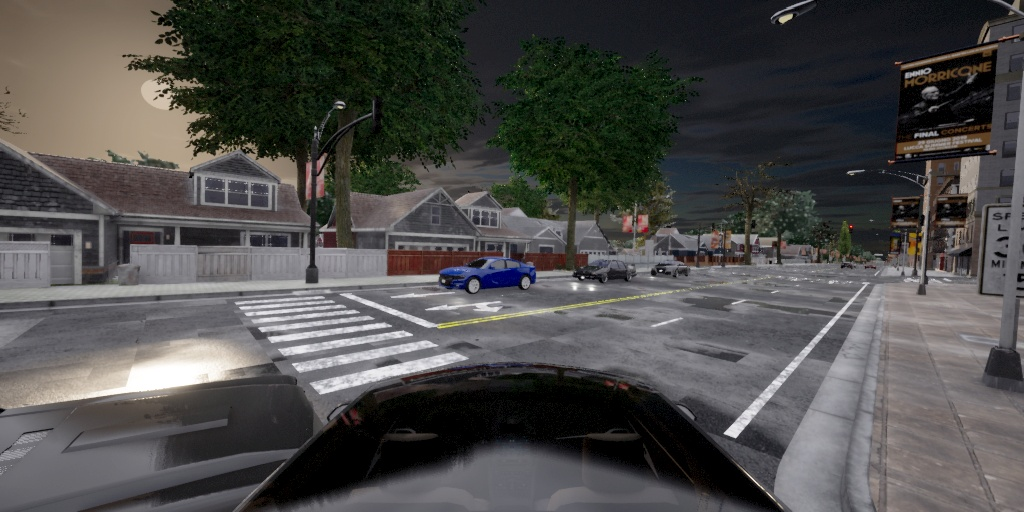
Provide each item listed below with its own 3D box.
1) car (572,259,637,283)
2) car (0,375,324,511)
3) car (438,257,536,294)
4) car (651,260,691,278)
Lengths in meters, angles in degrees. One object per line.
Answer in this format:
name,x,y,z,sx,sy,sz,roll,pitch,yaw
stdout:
car,6.201,0.929,23.421,5.357,1.411,2.033,1,2,-44
car,-3.316,1.277,1.382,4.718,1.301,1.895,1,2,-34
car,-1.013,0.787,16.551,5.008,1.535,1.882,1,2,-44
car,13.446,1.022,30.292,4.181,1.385,1.994,1,2,-44
